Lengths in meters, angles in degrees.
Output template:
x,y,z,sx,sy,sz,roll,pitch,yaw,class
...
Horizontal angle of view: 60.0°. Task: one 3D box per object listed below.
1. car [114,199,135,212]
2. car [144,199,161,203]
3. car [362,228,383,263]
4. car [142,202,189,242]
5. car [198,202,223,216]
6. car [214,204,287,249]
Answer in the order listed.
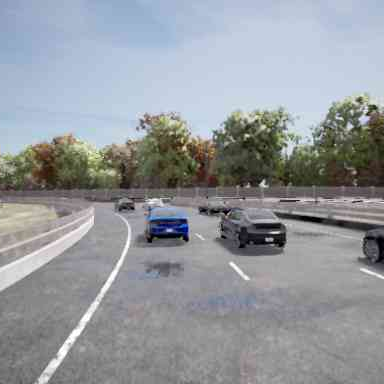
x,y,z,sx,sy,sz,roll,pitch,yaw,class
-8.328,1.608,40.822,1.837,1.490,4.892,0,0,-23,car
-4.855,1.595,41.564,1.812,1.442,4.674,0,0,-23,car
6.616,1.433,8.964,2.128,1.511,4.902,0,0,-4,car
-1.360,1.500,16.687,1.882,1.535,5.008,0,0,-9,car
2.052,1.599,32.917,1.895,1.301,4.718,-1,0,-17,car
2.492,1.489,14.530,1.837,1.490,4.892,0,0,-8,car
